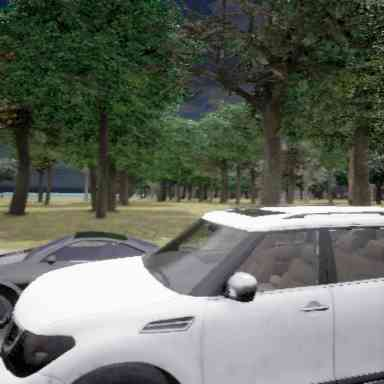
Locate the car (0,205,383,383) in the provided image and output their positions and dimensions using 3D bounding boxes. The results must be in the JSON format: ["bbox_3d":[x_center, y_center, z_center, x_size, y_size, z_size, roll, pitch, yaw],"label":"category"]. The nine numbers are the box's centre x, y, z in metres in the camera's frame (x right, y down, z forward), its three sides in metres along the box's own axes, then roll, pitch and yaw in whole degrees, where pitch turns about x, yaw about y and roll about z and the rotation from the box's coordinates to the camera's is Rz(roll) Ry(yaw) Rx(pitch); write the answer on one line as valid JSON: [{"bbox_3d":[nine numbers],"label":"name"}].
[{"bbox_3d":[0.877,1.202,3.907,5.566,2.045,2.150,1,0,-16],"label":"car"}]

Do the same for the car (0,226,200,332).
[{"bbox_3d":[-2.150,1.484,6.431,4.181,1.385,1.994,1,0,-16],"label":"car"}]
